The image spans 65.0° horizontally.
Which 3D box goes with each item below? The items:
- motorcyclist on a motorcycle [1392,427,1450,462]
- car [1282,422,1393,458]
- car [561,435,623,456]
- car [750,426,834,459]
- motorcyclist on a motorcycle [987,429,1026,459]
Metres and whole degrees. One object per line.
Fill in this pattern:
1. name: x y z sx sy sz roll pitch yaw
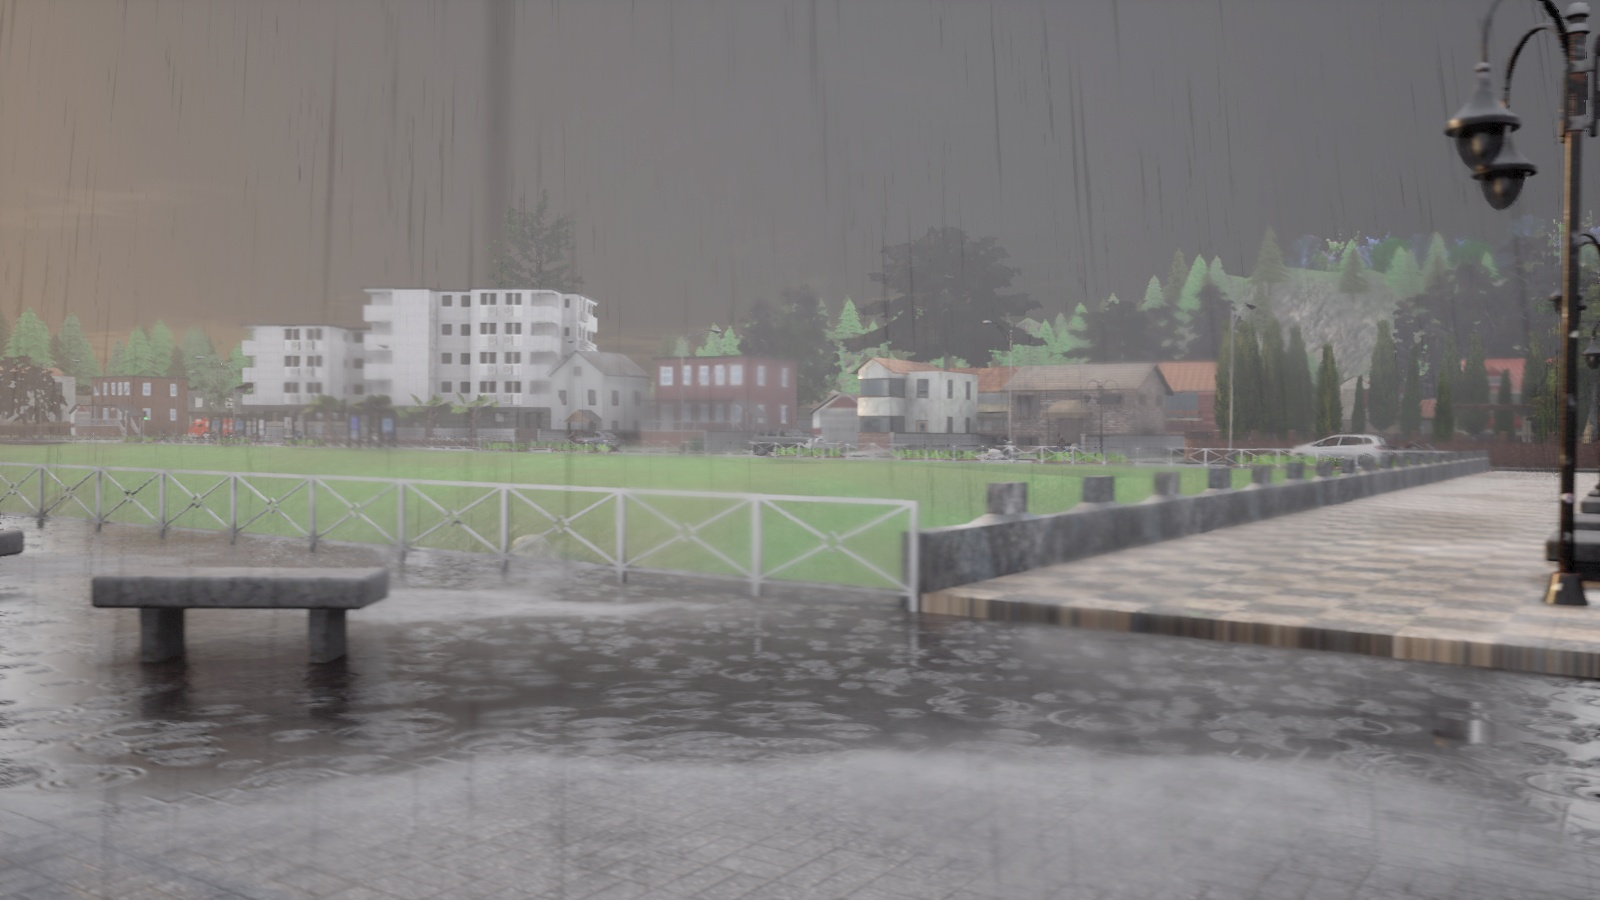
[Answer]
1. motorcyclist on a motorcycle: 27.329 -0.236 55.311 2.191 1.530 0.866 0 1 34
2. car: 26.080 -0.492 60.940 4.611 1.667 2.242 0 1 34
3. car: -14.588 -0.324 87.975 4.193 1.474 1.816 0 1 34
4. car: -0.495 -0.455 73.801 4.605 1.855 1.932 0 1 34
5. motorcyclist on a motorcycle: 10.873 -0.318 66.247 1.817 1.590 0.866 0 1 34
